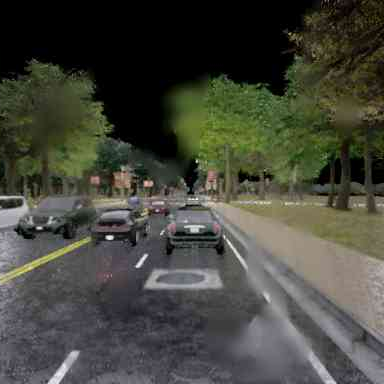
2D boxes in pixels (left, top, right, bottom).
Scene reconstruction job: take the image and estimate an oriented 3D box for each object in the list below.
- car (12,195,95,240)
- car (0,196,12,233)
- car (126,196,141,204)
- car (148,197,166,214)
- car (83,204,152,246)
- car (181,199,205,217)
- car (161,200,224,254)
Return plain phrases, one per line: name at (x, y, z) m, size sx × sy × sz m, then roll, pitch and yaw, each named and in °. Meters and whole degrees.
car at (-6.601, 1.205, 17.145) m, size 2.150 × 2.045 × 5.566 m, roll 0°, pitch 0°, yaw 0°
car at (-9.851, 1.206, 15.901) m, size 2.150 × 2.045 × 5.566 m, roll 0°, pitch 0°, yaw 0°
car at (-9.806, 1.501, 56.671) m, size 1.812 × 1.442 × 4.674 m, roll 0°, pitch 0°, yaw 1°
car at (-3.151, 1.496, 32.544) m, size 1.812 × 1.442 × 4.674 m, roll 0°, pitch 0°, yaw 0°
car at (-3.151, 1.490, 15.157) m, size 1.837 × 1.490 × 4.892 m, roll 0°, pitch 0°, yaw 0°
car at (0.099, 1.463, 31.471) m, size 2.128 × 1.511 × 4.902 m, roll 0°, pitch 0°, yaw 0°
car at (0.099, 1.339, 13.637) m, size 2.097 × 1.767 × 4.553 m, roll 0°, pitch 0°, yaw 0°
